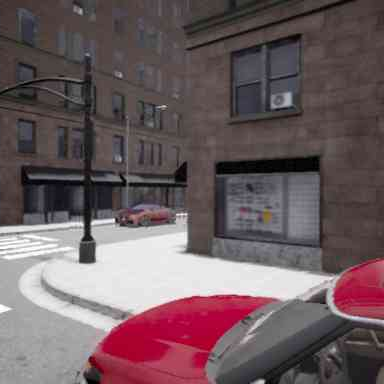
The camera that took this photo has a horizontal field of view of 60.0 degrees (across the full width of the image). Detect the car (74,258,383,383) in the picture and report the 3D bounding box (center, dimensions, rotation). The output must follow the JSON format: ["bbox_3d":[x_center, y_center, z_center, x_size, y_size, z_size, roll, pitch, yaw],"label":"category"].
[{"bbox_3d":[1.470,1.317,1.761,5.009,1.841,2.192,0,0,36],"label":"car"}]

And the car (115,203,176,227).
[{"bbox_3d":[-2.940,1.445,21.552,1.994,1.385,4.181,0,0,36],"label":"car"}]
